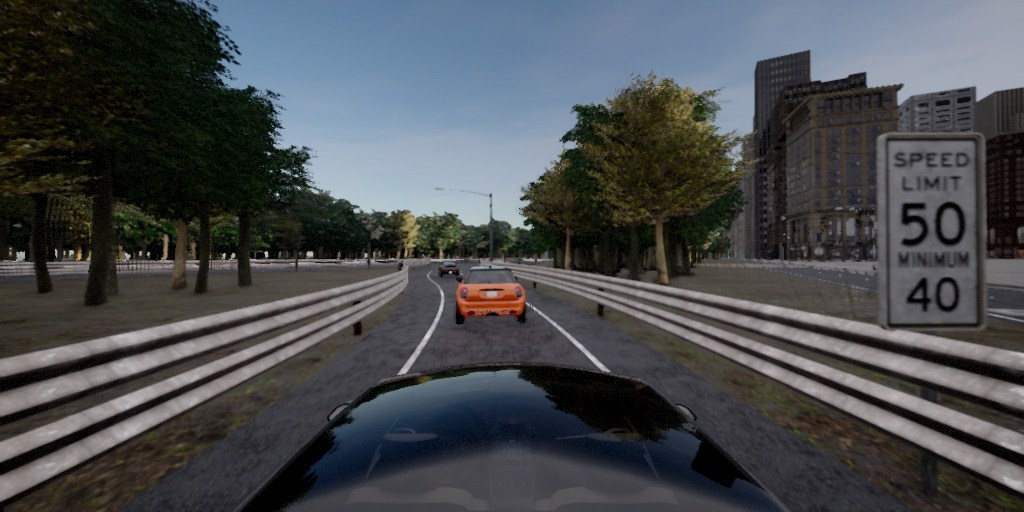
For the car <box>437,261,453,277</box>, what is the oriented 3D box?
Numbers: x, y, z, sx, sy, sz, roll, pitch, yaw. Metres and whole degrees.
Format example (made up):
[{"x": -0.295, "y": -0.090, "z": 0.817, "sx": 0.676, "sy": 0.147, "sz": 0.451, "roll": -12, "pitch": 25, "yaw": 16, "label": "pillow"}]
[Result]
[{"x": -6.249, "y": 1.217, "z": 35.416, "sx": 1.837, "sy": 1.490, "sz": 4.892, "roll": 0, "pitch": 1, "yaw": -14, "label": "car"}]

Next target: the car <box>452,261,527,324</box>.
[{"x": -0.839, "y": 1.113, "z": 12.341, "sx": 2.097, "sy": 1.767, "sz": 4.553, "roll": 0, "pitch": 0, "yaw": -7, "label": "car"}]
